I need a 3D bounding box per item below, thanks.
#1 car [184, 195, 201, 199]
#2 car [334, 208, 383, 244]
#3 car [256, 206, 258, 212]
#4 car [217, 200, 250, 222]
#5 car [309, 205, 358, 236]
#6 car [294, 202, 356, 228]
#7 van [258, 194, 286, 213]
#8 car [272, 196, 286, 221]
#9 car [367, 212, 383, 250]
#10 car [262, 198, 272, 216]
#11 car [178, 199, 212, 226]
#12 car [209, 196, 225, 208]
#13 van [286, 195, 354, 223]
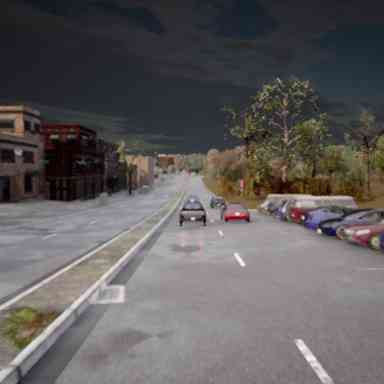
[{"bbox_3d":[0.043,1.135,43.072,2.097,1.767,4.553,0,1,0],"label":"car"},{"bbox_3d":[8.774,1.559,13.838,4.674,1.452,2.002,0,0,0],"label":"car"},{"bbox_3d":[8.776,1.292,33.123,4.553,1.767,2.185,0,1,0],"label":"car"},{"bbox_3d":[3.314,1.562,26.219,1.994,1.385,4.181,0,0,0],"label":"car"},{"bbox_3d":[8.738,1.547,16.596,4.792,1.488,2.163,0,0,0],"label":"car"},{"bbox_3d":[8.793,1.539,19.349,4.792,1.488,2.163,0,0,0],"label":"car"},{"bbox_3d":[8.633,1.221,30.370,4.442,1.987,1.878,0,1,0],"label":"van"},{"bbox_3d":[8.725,1.362,24.985,4.553,1.767,2.185,0,0,0],"label":"car"},{"bbox_3d":[8.772,1.558,11.084,4.674,1.452,2.002,0,0,0],"label":"car"},{"bbox_3d":[8.747,1.470,27.614,4.892,1.521,2.231,0,0,0],"label":"car"},{"bbox_3d":[0.065,1.504,23.921,2.128,1.511,4.902,0,0,0],"label":"car"},{"bbox_3d":[3.293,1.284,43.147,1.837,1.490,4.892,0,1,0],"label":"car"},{"bbox_3d":[8.877,1.275,22.101,4.442,1.987,1.878,0,0,0],"label":"van"}]
